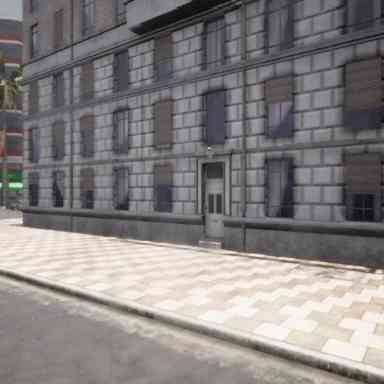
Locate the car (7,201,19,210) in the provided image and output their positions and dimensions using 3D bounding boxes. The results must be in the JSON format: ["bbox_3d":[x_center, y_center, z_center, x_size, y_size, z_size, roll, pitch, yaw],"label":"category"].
[{"bbox_3d":[-20.853,1.564,41.828,1.994,1.385,4.181,0,0,36],"label":"car"}]

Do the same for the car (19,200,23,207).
[{"bbox_3d":[-17.758,1.526,40.143,1.812,1.442,4.674,0,0,36],"label":"car"}]
